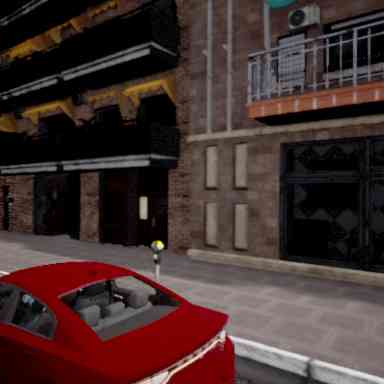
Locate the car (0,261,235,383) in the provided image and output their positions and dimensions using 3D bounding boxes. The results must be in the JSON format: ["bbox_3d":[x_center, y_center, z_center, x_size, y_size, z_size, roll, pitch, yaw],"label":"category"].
[{"bbox_3d":[-1.680,1.548,4.065,4.507,1.381,1.887,0,0,35],"label":"car"}]
